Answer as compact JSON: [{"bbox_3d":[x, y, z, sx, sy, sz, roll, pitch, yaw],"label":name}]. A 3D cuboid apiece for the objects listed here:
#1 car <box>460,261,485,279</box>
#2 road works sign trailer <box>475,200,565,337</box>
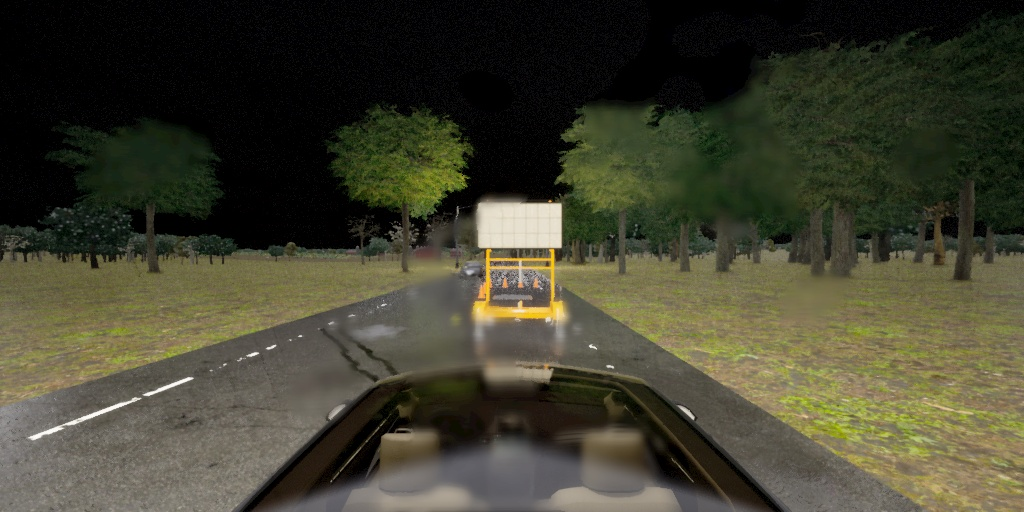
[{"bbox_3d":[-3.540,1.240,32.396,2.128,1.511,4.902,0,0,0],"label":"car"},{"bbox_3d":[0.239,0.210,10.251,2.380,3.560,2.880,0,0,2],"label":"road works sign trailer"}]
